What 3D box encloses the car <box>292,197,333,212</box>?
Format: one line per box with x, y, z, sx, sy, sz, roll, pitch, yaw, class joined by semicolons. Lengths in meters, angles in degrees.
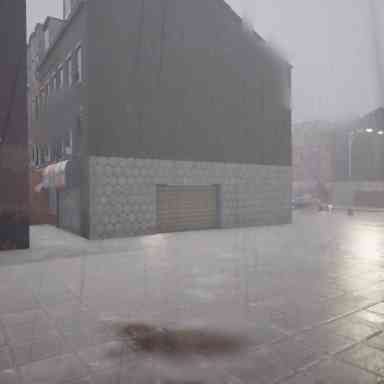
12.338;1.290;35.057;2.128;1.511;4.902;-1;1;-35;car
